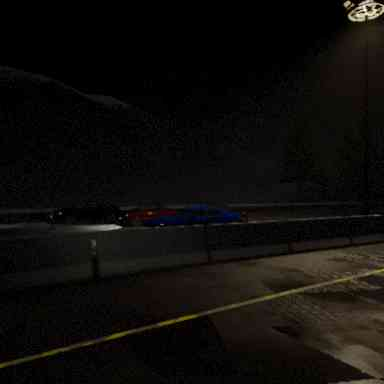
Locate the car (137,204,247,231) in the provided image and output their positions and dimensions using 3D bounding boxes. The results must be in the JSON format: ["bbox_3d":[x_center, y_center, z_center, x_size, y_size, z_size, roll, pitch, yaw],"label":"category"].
[{"bbox_3d":[0.102,1.441,16.436,5.008,1.535,1.882,0,0,-32],"label":"car"}]

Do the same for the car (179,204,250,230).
[{"bbox_3d":[1.476,1.516,21.346,4.181,1.385,1.994,0,0,-30],"label":"car"}]

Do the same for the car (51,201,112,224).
[{"bbox_3d":[-7.522,1.439,24.030,4.902,1.511,2.128,0,0,-32],"label":"car"}]

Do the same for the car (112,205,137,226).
[{"bbox_3d":[-2.971,1.514,22.744,4.181,1.385,1.994,0,0,-32],"label":"car"}]
